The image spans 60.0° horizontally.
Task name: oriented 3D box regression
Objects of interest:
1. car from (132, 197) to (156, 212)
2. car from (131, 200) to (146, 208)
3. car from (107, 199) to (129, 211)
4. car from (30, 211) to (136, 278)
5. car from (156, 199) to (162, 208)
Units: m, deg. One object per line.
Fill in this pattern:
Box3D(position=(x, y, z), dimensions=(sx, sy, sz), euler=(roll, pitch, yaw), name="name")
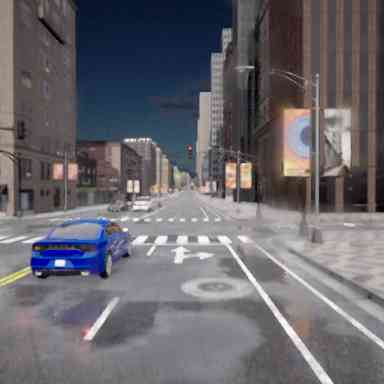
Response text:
Box3D(position=(-6.640, 1.656, 45.289), dimensions=(2.150, 2.045, 5.566), euler=(0, 0, 0), name="car")
Box3D(position=(-9.850, 2.154, 61.366), dimensions=(1.994, 1.385, 4.181), euler=(0, -1, 0), name="car")
Box3D(position=(-9.886, 1.784, 44.807), dimensions=(2.097, 1.767, 4.553), euler=(0, -1, 0), name="car")
Box3D(position=(-3.169, 1.574, 10.468), dimensions=(1.882, 1.535, 5.008), euler=(0, -1, 0), name="car")
Box3D(position=(-6.611, 2.116, 61.338), dimensions=(1.812, 1.442, 4.674), euler=(0, -1, 0), name="car")
